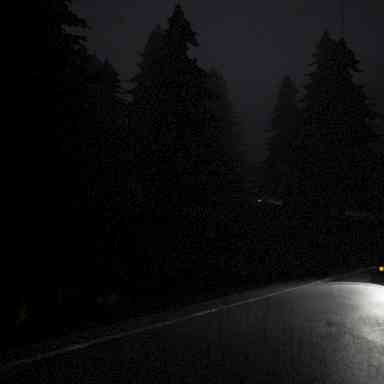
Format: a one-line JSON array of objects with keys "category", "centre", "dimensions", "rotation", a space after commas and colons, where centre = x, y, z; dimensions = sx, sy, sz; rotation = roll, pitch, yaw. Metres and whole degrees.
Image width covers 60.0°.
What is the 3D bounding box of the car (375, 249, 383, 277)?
[{"category": "car", "centre": [6.668, 1.564, 8.677], "dimensions": [4.181, 1.385, 1.994], "rotation": [0, 0, -35]}]
